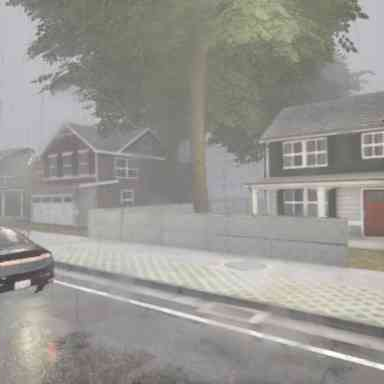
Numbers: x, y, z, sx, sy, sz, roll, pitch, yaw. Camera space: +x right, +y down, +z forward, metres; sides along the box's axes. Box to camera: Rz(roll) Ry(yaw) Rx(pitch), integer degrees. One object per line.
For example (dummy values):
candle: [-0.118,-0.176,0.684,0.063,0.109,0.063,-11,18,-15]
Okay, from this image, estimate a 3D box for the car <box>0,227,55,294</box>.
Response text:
car: [-5.163,1.541,7.676,4.902,1.511,2.128,0,0,36]
